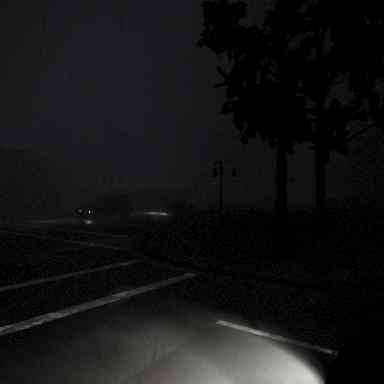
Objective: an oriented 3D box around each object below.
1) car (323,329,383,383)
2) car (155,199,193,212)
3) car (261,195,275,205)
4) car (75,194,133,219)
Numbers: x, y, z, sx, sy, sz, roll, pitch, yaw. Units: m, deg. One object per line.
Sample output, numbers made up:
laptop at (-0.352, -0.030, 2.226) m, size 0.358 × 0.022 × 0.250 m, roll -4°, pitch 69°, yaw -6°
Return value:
car at (2.915, 1.564, 1.894) m, size 4.181 × 1.385 × 1.994 m, roll 0°, pitch 0°, yaw 36°
car at (-1.963, 1.547, 38.596) m, size 2.033 × 1.411 × 5.357 m, roll 0°, pitch 0°, yaw 34°
car at (13.856, 1.347, 60.760) m, size 2.097 × 1.767 × 4.553 m, roll 0°, pitch 0°, yaw 7°
car at (-7.765, 1.222, 30.031) m, size 2.150 × 2.045 × 5.566 m, roll 0°, pitch 0°, yaw 35°
